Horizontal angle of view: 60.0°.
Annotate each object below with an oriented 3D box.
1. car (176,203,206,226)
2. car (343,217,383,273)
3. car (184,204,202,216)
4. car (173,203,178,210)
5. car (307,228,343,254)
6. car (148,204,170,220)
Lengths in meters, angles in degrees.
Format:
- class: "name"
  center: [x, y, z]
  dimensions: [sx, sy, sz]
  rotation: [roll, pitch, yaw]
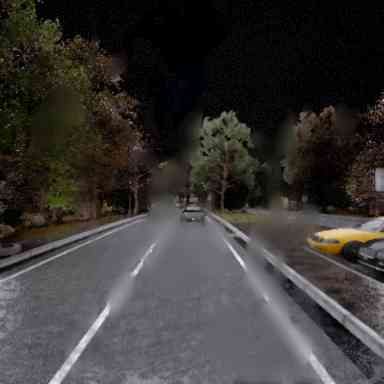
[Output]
- class: "car"
  center: [0.108, 1.798, 26.316]
  dimensions: [2.128, 1.511, 4.902]
  rotation: [0, -1, 0]
- class: "car"
  center: [7.092, 1.503, 8.952]
  dimensions: [4.892, 1.521, 2.231]
  rotation: [0, 0, 0]
- class: "car"
  center: [0.111, 2.275, 42.840]
  dimensions: [2.128, 1.511, 4.902]
  rotation: [0, -2, 0]
- class: "car"
  center: [-3.214, 3.330, 75.686]
  dimensions: [1.812, 1.442, 4.674]
  rotation: [0, -2, 0]
- class: "car"
  center: [6.903, 1.522, 11.721]
  dimensions: [5.366, 1.575, 1.946]
  rotation: [0, 0, 0]
- class: "car"
  center: [-3.335, 2.007, 34.065]
  dimensions: [1.837, 1.490, 4.892]
  rotation: [0, -2, 0]
